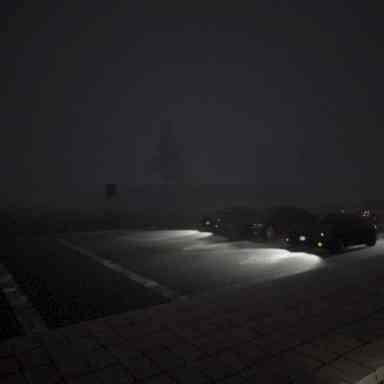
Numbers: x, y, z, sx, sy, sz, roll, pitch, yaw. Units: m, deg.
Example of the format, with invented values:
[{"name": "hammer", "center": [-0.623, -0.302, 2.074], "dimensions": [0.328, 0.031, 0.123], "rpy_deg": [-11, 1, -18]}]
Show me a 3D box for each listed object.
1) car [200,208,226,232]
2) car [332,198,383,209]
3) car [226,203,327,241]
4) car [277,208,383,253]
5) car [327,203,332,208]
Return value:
[{"name": "car", "center": [2.516, 1.550, 19.876], "dimensions": [4.181, 1.385, 1.994], "rpy_deg": [0, 0, -35]}, {"name": "car", "center": [11.783, 1.331, 22.123], "dimensions": [4.553, 1.767, 2.097], "rpy_deg": [0, 0, -35]}, {"name": "car", "center": [4.395, 1.465, 16.919], "dimensions": [5.008, 1.535, 1.882], "rpy_deg": [0, 0, -35]}, {"name": "car", "center": [5.768, 1.552, 13.606], "dimensions": [4.181, 1.385, 1.994], "rpy_deg": [0, 0, -35]}, {"name": "car", "center": [10.450, 1.542, 25.450], "dimensions": [4.181, 1.385, 1.994], "rpy_deg": [0, 0, -36]}]
